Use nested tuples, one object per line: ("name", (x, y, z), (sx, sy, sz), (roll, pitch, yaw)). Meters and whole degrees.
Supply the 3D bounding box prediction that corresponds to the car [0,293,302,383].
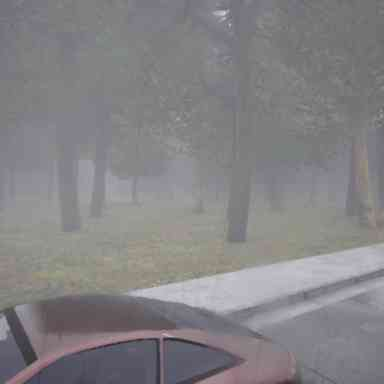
("car", (-1.078, 1.563, 2.301), (4.181, 1.385, 1.994), (0, 0, -36))
